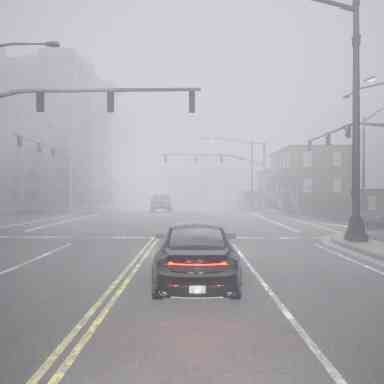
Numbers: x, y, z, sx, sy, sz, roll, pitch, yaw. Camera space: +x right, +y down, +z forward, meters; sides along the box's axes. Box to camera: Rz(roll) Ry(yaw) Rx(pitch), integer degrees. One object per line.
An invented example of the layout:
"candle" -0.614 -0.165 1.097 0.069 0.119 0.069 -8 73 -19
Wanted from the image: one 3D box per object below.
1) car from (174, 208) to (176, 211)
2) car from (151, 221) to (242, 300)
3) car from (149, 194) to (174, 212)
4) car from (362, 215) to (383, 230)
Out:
"car" -3.614 2.945 52.075 2.128 1.511 4.902 0 -10 0
"car" 0.096 1.505 8.393 1.837 1.490 4.892 0 0 0
"car" -3.531 1.231 37.774 2.150 2.045 5.566 0 -2 -2
"car" 16.056 2.655 28.274 4.181 1.385 1.994 8 0 0
